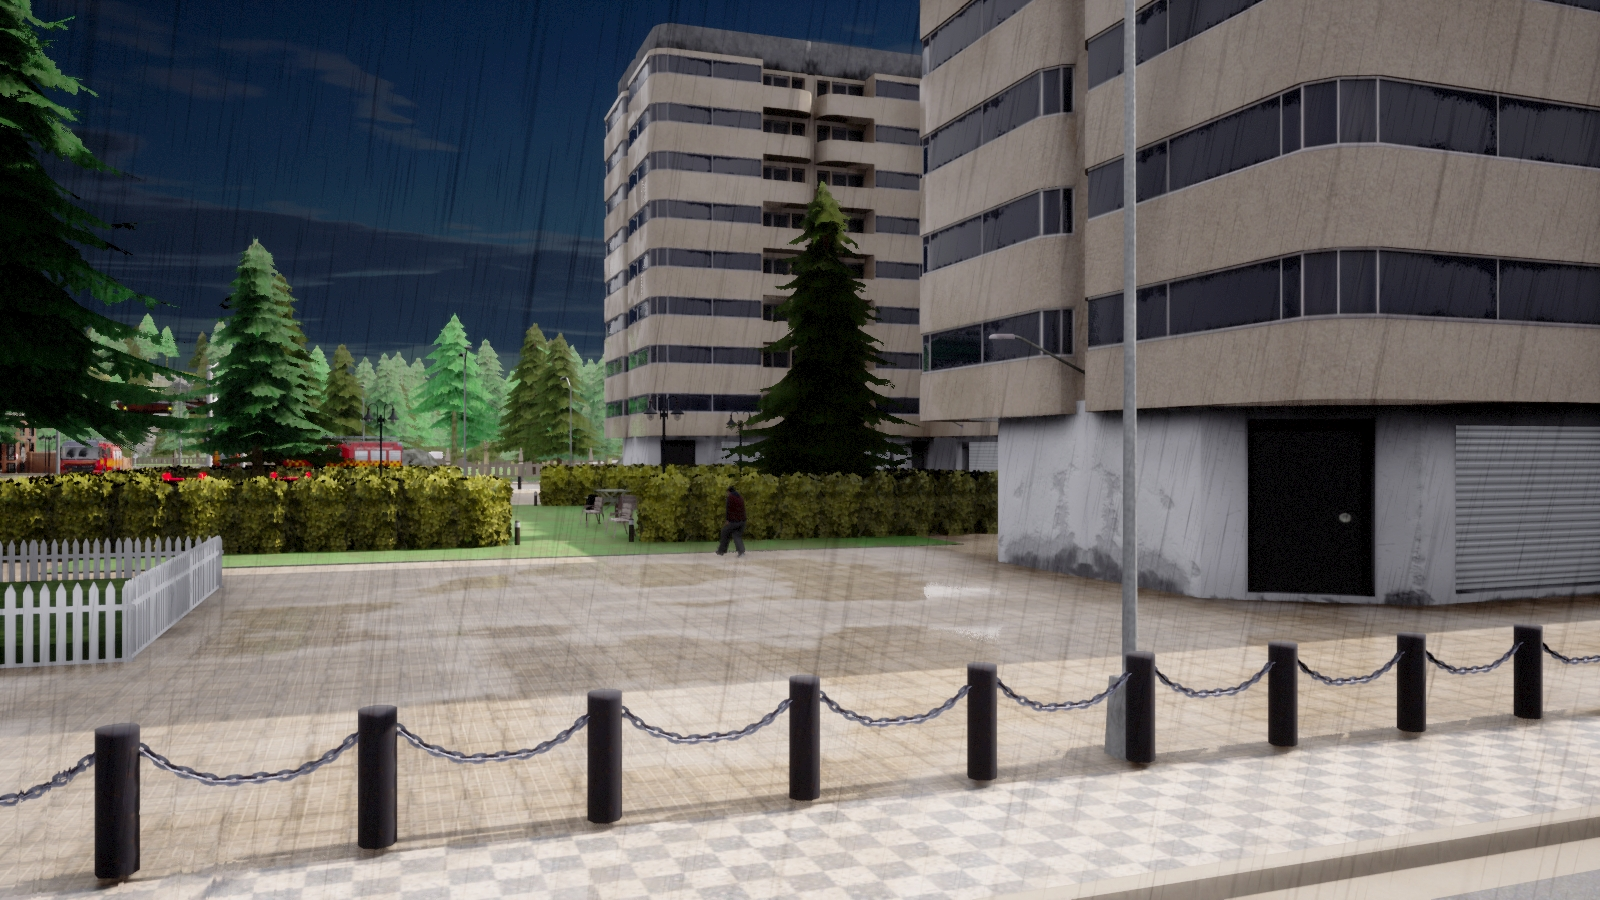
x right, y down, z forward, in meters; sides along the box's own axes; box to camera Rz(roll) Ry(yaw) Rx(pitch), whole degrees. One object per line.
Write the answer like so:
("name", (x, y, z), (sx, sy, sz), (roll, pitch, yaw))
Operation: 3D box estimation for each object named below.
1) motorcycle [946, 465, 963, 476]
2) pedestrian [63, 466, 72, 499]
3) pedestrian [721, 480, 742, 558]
("motorcycle", (16.084, 2.131, 119.009), (0.803, 1.199, 2.033), (0, 0, -20))
("pedestrian", (-41.371, 1.848, 64.513), (0.375, 1.860, 0.375), (0, 0, -24))
("pedestrian", (-1.673, 1.677, 27.841), (0.375, 1.860, 0.375), (0, 0, -43))
